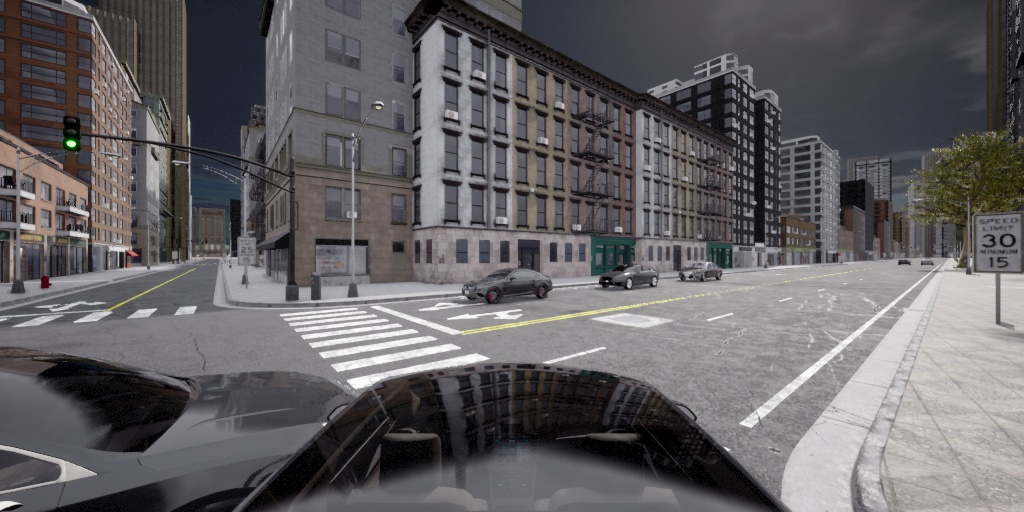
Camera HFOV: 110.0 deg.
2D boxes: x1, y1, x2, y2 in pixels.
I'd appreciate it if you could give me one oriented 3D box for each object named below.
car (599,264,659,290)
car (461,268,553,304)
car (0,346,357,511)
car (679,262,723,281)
[{"bbox_3d":[7.556,1.259,22.962,4.892,1.490,1.837,0,0,-39],"label":"car"},{"bbox_3d":[-0.109,1.287,16.705,4.674,1.442,1.812,0,0,-39],"label":"car"},{"bbox_3d":[-3.229,1.257,1.720,4.892,1.490,1.837,0,0,-35],"label":"car"},{"bbox_3d":[15.539,1.238,29.466,4.902,1.511,2.128,0,0,-39],"label":"car"}]
